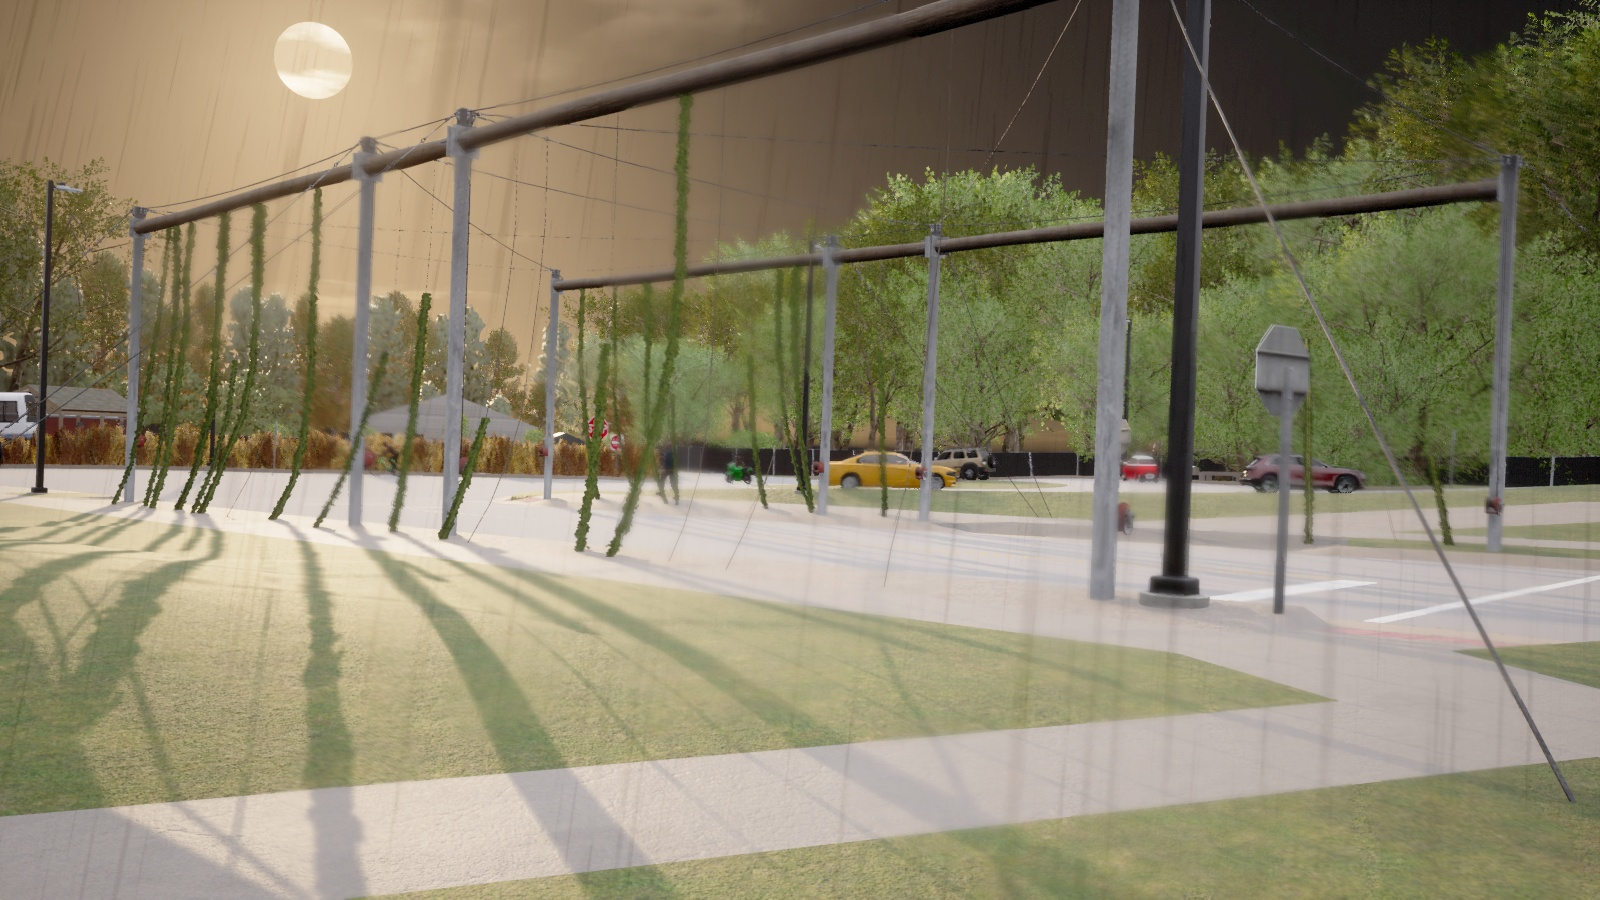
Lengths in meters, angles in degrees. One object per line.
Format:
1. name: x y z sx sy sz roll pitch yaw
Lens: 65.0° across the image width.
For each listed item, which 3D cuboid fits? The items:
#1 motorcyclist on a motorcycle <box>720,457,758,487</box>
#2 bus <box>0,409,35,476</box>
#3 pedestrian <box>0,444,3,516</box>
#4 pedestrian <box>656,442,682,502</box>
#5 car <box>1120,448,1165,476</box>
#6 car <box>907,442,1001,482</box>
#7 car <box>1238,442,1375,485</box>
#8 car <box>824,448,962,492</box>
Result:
1. motorcyclist on a motorcycle: -3.183 1.154 66.021 0.797 1.523 2.044 1 0 38
2. bus: -55.220 -0.421 80.144 10.273 4.253 3.944 -1 1 -19
3. pedestrian: -20.555 0.753 31.881 0.726 1.835 0.370 1 0 44
4. pedestrian: -4.103 0.683 39.202 0.726 1.842 0.402 1 0 45
5. car: 17.396 0.586 63.934 1.481 1.376 2.207 0 1 -7
6. car: 8.529 0.667 69.594 4.605 1.855 1.932 -6 -3 30
7. car: 20.765 0.549 51.670 4.856 1.649 2.033 -1 0 9
8. car: 3.442 0.737 46.940 5.008 1.535 1.882 -1 0 2
